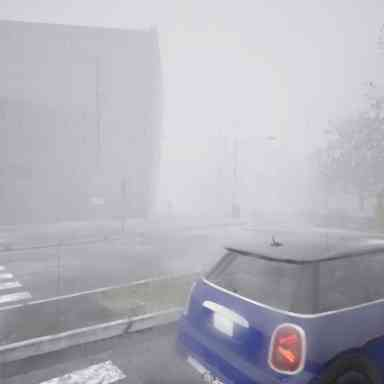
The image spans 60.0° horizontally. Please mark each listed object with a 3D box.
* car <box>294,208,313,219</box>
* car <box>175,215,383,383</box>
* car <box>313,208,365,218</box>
[{"bbox_3d":[15.056,2.863,43.646,2.128,1.511,4.902,1,-3,42],"label":"car"},{"bbox_3d":[2.127,1.365,4.465,4.553,1.767,2.097,0,0,-31],"label":"car"},{"bbox_3d":[11.718,2.017,25.053,1.882,1.535,5.008,3,-2,-16],"label":"car"}]
